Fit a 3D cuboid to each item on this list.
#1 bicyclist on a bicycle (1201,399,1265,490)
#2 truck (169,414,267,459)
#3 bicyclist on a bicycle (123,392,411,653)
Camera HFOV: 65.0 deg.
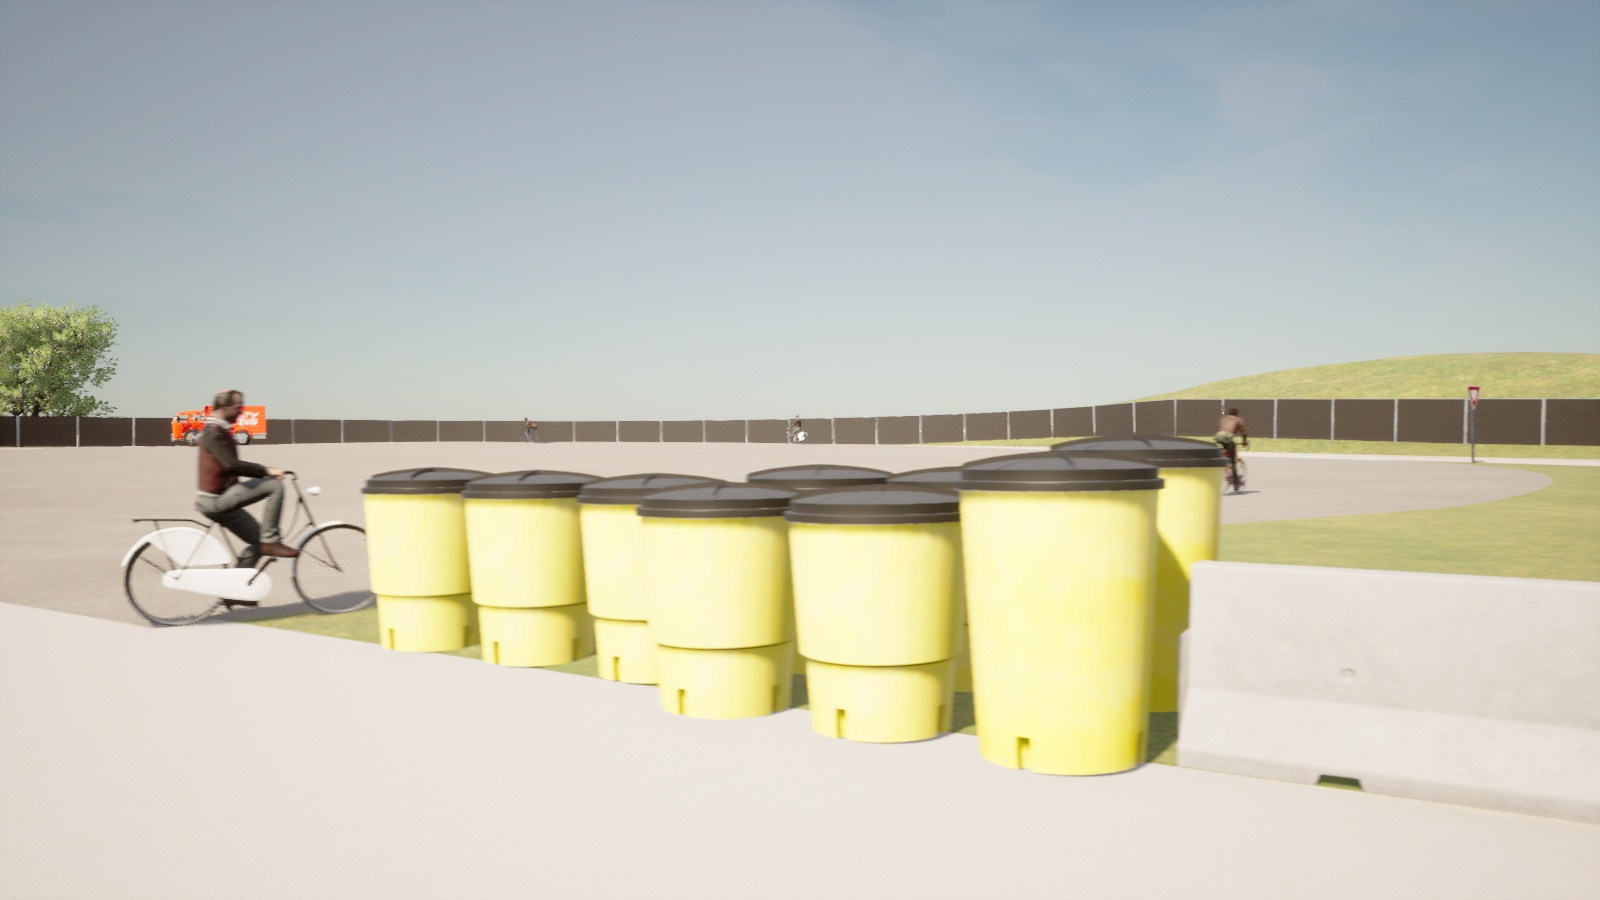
[{"bbox_3d":[7.981,-0.104,23.113,0.582,1.620,1.656,-1,1,38],"label":"bicyclist on a bicycle"},{"bbox_3d":[-35.248,-0.811,76.080,5.204,2.467,2.627,-3,1,-27],"label":"truck"},{"bbox_3d":[-3.981,0.493,9.490,1.843,1.776,0.659,-3,3,-22],"label":"bicyclist on a bicycle"}]
